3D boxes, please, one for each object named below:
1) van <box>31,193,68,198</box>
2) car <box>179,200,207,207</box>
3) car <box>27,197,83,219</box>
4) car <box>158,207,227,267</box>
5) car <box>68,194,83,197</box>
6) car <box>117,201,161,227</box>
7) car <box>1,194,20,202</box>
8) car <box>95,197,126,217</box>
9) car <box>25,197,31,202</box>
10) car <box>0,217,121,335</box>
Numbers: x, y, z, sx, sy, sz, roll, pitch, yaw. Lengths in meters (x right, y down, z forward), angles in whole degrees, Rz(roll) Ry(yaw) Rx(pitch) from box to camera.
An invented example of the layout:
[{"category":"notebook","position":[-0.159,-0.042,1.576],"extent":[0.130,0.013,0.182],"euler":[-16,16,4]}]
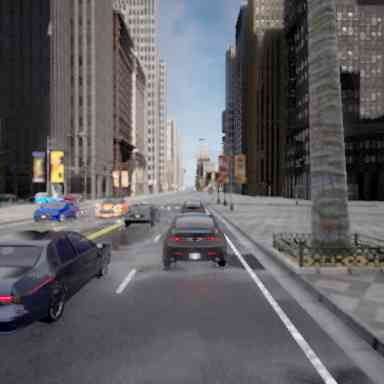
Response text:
[{"category":"van","position":[-20.685,1.040,48.438],"extent":[3.998,1.788,1.690],"euler":[1,0,0]},{"category":"car","position":[0.080,1.398,25.702],"extent":[1.837,1.490,4.892],"euler":[0,0,0]},{"category":"car","position":[-9.847,1.377,24.565],"extent":[1.882,1.535,5.008],"euler":[0,0,0]},{"category":"car","position":[0.084,1.454,11.194],"extent":[1.837,1.490,4.892],"euler":[0,0,0]},{"category":"car","position":[-20.659,1.043,56.963],"extent":[4.097,1.590,1.967],"euler":[1,0,0]},{"category":"car","position":[-3.186,1.456,22.043],"extent":[2.033,1.411,5.357],"euler":[0,0,0]},{"category":"car","position":[-31.909,1.053,56.998],"extent":[4.403,1.369,2.008],"euler":[1,0,0]},{"category":"car","position":[-6.590,1.238,27.897],"extent":[2.097,1.767,4.553],"euler":[0,0,0]},{"category":"car","position":[-26.284,1.118,56.981],"extent":[4.313,1.339,1.947],"euler":[1,0,0]},{"category":"car","position":[-3.184,1.516,7.041],"extent":[2.033,1.411,5.357],"euler":[0,0,0]}]
